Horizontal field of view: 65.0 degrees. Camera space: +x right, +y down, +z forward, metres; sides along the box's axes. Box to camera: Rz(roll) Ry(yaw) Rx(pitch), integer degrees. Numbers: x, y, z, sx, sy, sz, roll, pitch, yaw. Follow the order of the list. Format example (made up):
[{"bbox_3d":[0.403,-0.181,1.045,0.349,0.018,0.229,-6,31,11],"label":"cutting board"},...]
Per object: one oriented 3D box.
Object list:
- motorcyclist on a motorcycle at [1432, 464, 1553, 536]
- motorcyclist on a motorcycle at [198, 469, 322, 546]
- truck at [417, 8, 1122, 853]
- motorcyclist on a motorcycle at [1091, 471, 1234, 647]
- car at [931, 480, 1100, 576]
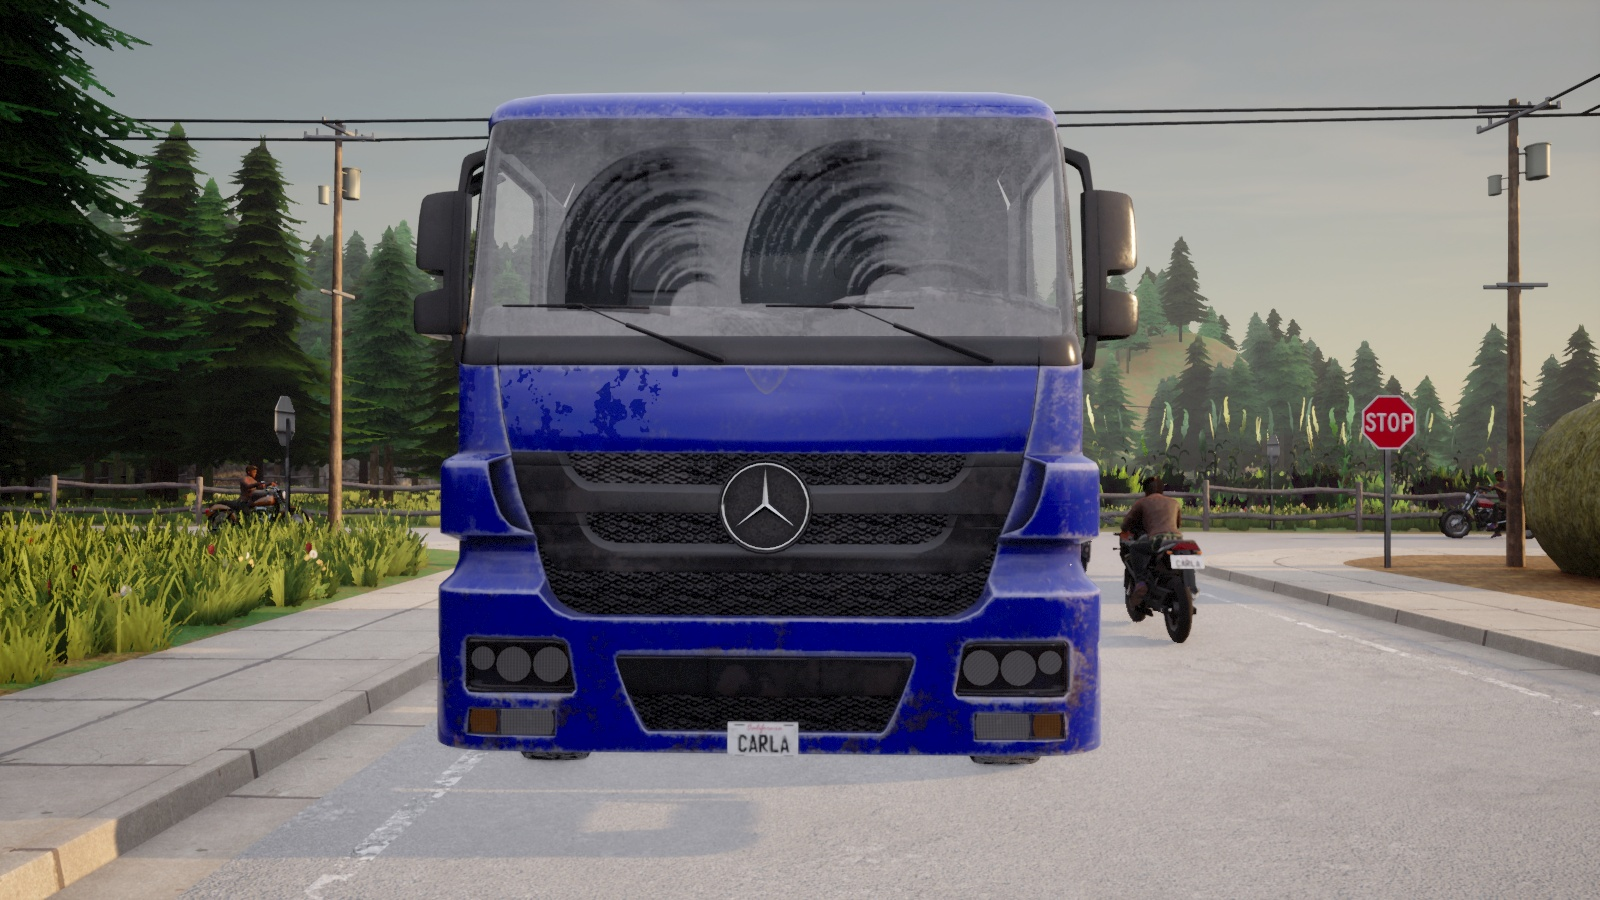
[{"bbox_3d":[16.156,1.157,29.346,2.350,1.649,0.766,0,-1,3],"label":"motorcyclist on a motorcycle"},{"bbox_3d":[-11.643,1.231,27.127,2.350,1.649,0.766,0,-1,3],"label":"motorcyclist on a motorcycle"},{"bbox_3d":[-0.039,-0.013,9.142,2.891,3.462,7.936,0,-1,2],"label":"truck"},{"bbox_3d":[3.471,0.990,12.216,0.797,1.523,2.044,0,0,0],"label":"motorcyclist on a motorcycle"},{"bbox_3d":[3.419,1.211,20.745,1.994,1.385,4.181,0,-1,-1],"label":"car"}]
